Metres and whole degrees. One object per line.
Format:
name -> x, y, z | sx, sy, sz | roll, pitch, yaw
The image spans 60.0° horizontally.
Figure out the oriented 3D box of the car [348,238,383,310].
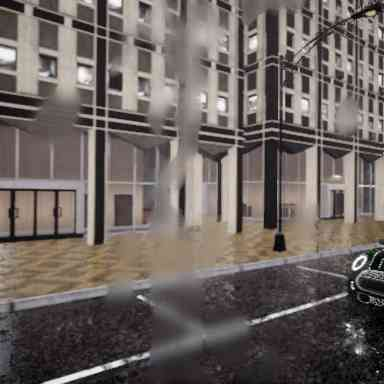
car -> 5.395, 1.461, 7.223 | 4.553, 1.767, 2.097 | 1, -1, -35
